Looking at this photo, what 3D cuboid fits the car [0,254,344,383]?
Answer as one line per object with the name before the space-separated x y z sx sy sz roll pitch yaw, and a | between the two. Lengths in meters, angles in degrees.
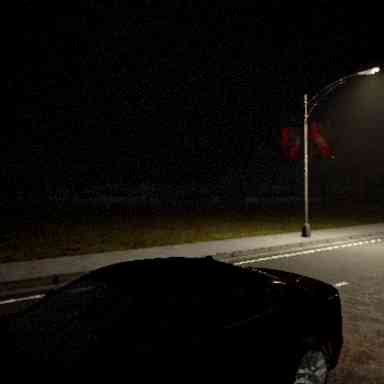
car | -0.478 1.488 3.357 5.008 1.535 1.882 0 0 -36
